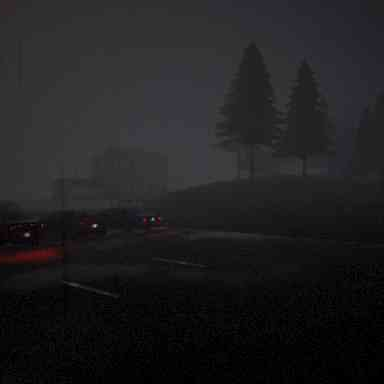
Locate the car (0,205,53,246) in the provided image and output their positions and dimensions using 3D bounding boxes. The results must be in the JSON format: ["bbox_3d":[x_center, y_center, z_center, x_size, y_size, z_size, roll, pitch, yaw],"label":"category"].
[{"bbox_3d":[-8.269,1.485,14.066,5.008,1.535,1.882,0,0,36],"label":"car"}]

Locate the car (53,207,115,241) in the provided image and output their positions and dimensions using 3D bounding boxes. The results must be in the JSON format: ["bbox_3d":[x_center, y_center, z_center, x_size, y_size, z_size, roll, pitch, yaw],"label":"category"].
[{"bbox_3d":[-6.236,1.573,16.916,4.181,1.385,1.994,0,0,36],"label":"car"}]

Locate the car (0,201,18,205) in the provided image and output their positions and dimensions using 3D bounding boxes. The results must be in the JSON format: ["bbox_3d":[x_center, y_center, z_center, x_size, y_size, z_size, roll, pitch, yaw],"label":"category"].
[{"bbox_3d":[-16.415,1.496,28.476,4.902,1.511,2.128,0,0,36],"label":"car"}]

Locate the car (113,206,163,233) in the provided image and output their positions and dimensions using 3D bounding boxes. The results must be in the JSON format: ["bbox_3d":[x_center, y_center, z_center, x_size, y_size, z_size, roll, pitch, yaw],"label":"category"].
[{"bbox_3d":[-4.204,1.564,19.765,5.357,1.411,2.033,0,0,36],"label":"car"}]
